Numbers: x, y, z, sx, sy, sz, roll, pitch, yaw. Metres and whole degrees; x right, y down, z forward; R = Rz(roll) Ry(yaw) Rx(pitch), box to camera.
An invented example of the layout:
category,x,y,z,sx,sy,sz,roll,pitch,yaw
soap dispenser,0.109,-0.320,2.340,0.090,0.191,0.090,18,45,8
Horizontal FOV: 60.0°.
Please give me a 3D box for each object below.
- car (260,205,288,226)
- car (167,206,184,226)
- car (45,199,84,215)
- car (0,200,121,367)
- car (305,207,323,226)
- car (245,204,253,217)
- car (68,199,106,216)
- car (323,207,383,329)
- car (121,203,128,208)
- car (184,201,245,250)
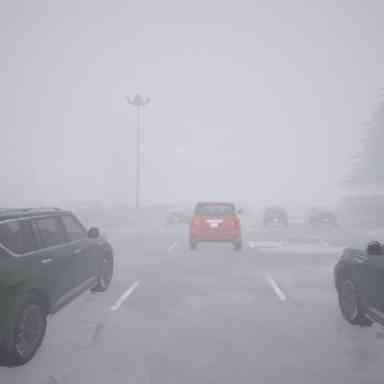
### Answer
category,x,y,z,sx,sy,sz,roll,pitch,yaw
car,6.581,1.839,26.599,1.837,1.490,4.892,0,-1,11
car,-0.677,1.829,25.936,1.812,1.442,4.674,0,-1,11
car,-15.407,1.778,40.533,2.097,1.767,4.553,0,-1,16
car,-3.148,1.284,6.059,2.150,2.045,5.566,0,-1,3
car,10.046,1.866,26.076,1.812,1.442,4.674,0,-1,11
car,5.709,2.009,37.605,2.033,1.411,5.357,0,-1,16
car,-12.189,1.772,39.009,2.097,1.767,4.553,0,-1,15
car,3.762,1.284,4.080,2.150,2.045,5.566,0,-1,2
car,-8.851,1.944,38.030,1.812,1.442,4.674,0,-1,15
car,1.173,1.409,15.510,2.150,2.045,5.566,0,-1,7
